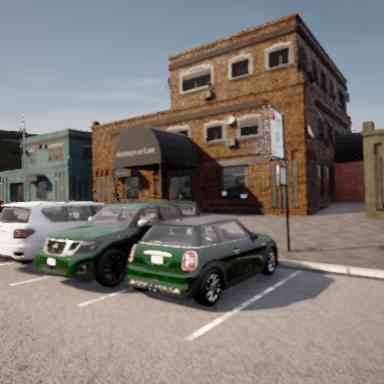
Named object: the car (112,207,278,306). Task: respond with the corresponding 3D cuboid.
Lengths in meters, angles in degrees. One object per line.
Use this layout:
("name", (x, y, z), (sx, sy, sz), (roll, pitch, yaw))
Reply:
("car", (0.514, 1.402, 8.546), (2.185, 1.767, 4.553), (-1, 0, 35))

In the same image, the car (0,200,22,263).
("car", (-3.945, 1.335, 11.795), (2.435, 2.045, 5.566), (-1, 0, 35))

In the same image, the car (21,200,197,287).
("car", (-1.732, 1.306, 10.149), (2.435, 2.045, 5.566), (-1, 0, 35))
